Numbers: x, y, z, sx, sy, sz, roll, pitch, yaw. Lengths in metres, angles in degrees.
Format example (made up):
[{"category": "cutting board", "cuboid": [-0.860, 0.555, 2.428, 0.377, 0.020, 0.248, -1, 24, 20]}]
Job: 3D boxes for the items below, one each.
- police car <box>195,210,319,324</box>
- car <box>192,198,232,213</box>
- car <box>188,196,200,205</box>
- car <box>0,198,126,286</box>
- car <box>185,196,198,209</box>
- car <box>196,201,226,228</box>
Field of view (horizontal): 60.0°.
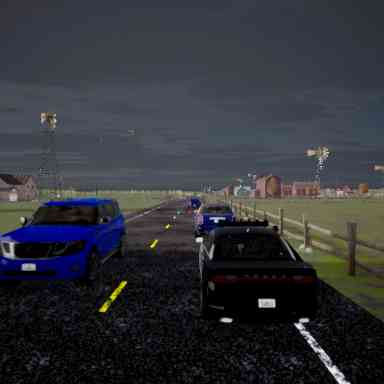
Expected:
[{"category": "police car", "cuboid": [1.116, 1.425, 7.455, 1.930, 1.638, 5.238, 0, 0, 0]}, {"category": "car", "cuboid": [1.184, 1.354, 17.316, 2.097, 1.767, 4.553, 0, 0, 0]}, {"category": "car", "cuboid": [0.450, 1.563, 61.964, 2.128, 1.511, 4.902, 0, 0, 0]}, {"category": "car", "cuboid": [-3.418, 1.219, 9.773, 2.150, 2.045, 5.566, 0, 0, 0]}, {"category": "car", "cuboid": [0.376, 1.562, 45.311, 1.812, 1.442, 4.674, 0, 0, 1]}, {"category": "car", "cuboid": [1.229, 1.463, 23.535, 1.801, 1.575, 5.366, 0, 0, 0]}]
